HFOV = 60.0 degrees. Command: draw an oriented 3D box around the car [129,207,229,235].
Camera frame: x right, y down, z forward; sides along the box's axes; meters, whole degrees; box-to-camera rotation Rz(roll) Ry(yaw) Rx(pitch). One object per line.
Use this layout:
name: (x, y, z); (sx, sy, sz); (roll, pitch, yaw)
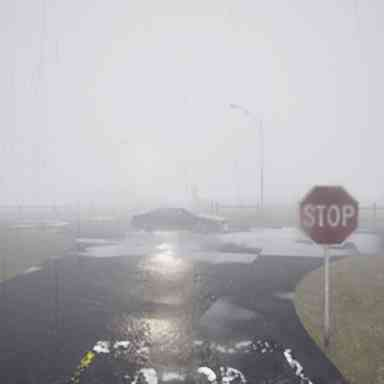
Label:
car: (-0.761, 1.505, 18.113); (5.357, 1.411, 2.033); (-1, -1, 21)
